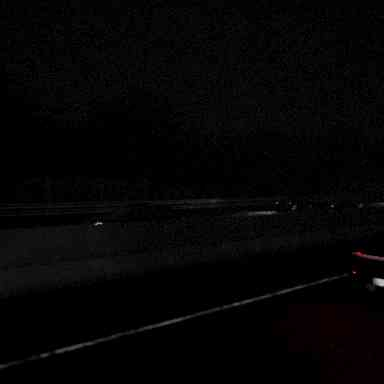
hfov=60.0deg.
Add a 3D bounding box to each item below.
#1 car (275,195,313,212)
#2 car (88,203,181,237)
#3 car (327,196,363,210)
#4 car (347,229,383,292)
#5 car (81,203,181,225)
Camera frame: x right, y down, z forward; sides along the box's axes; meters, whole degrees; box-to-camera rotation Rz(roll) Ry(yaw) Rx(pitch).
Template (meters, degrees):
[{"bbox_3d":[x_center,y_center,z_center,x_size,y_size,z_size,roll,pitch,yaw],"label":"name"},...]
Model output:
[{"bbox_3d":[11.145,1.176,36.363,4.553,1.767,2.097,-1,0,-37],"label":"car"},{"bbox_3d":[-3.177,1.480,18.862,4.892,1.490,1.837,0,0,-35],"label":"car"},{"bbox_3d":[17.035,1.254,36.893,4.902,1.511,2.128,-1,1,-34],"label":"car"},{"bbox_3d":[5.520,1.466,7.617,4.902,1.511,2.128,0,0,-35],"label":"car"},{"bbox_3d":[-2.686,1.336,14.929,4.553,1.767,2.097,0,0,-35],"label":"car"}]
